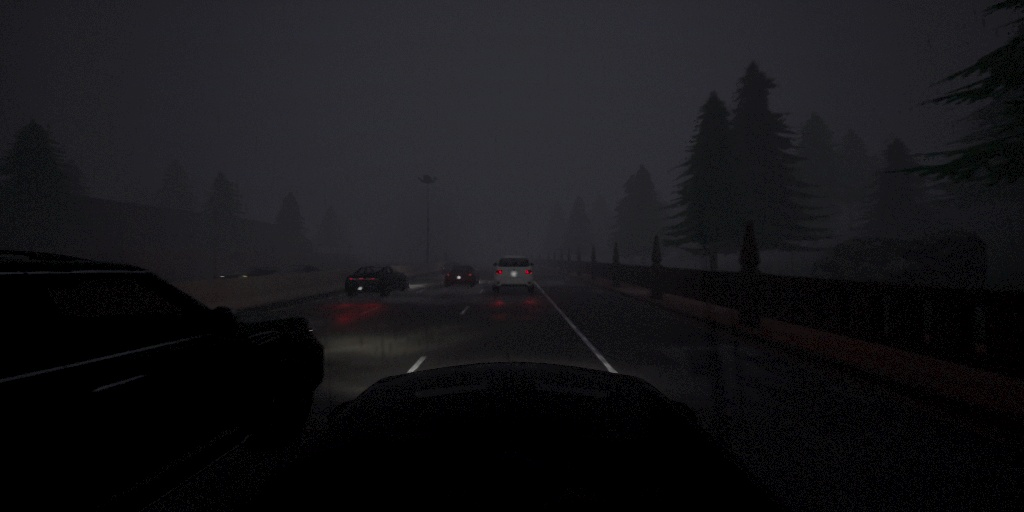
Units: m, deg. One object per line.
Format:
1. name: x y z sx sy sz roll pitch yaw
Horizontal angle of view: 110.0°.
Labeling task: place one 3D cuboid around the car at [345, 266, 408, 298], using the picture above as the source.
1. car: -6.896 1.266 18.720 2.128 1.511 4.902 0 0 0

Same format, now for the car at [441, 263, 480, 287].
1. car: -3.396 1.348 24.934 1.994 1.385 4.181 0 0 0

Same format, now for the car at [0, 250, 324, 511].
1. car: -3.397 0.973 2.053 2.150 2.045 5.566 0 0 0

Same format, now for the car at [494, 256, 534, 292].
1. car: 0.103 1.001 21.481 2.150 2.045 5.566 0 0 0
